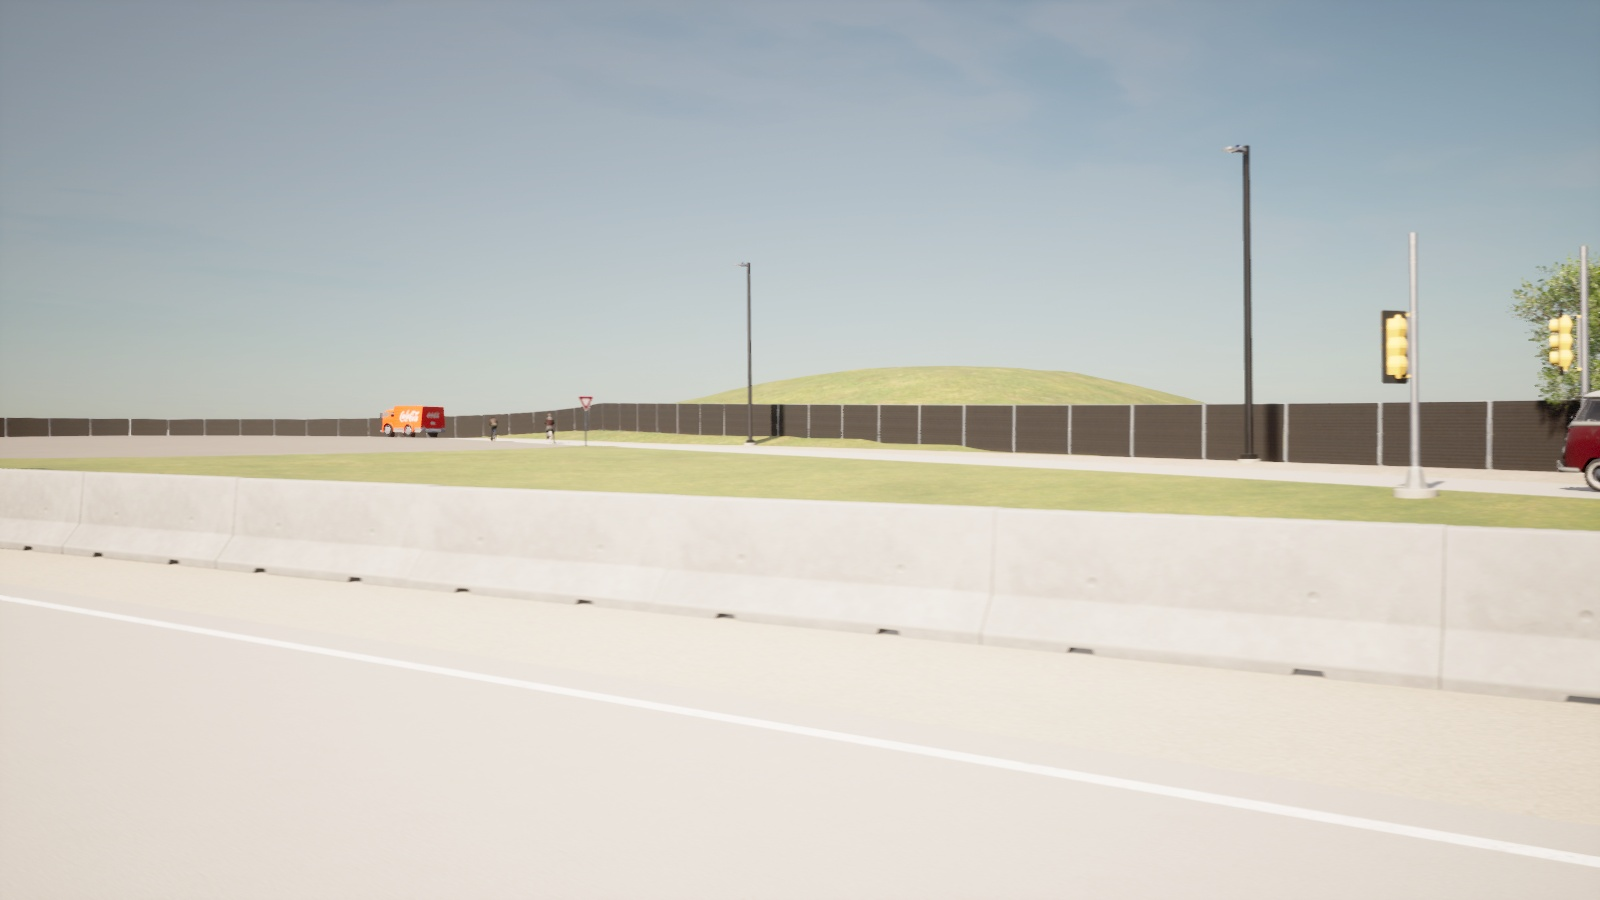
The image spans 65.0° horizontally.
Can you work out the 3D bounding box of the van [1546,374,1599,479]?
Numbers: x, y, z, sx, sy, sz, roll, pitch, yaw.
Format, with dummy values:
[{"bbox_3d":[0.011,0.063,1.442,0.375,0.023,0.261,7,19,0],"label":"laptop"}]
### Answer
[{"bbox_3d":[16.469,-0.447,23.070,1.775,1.987,4.442,-2,2,-29],"label":"van"}]
